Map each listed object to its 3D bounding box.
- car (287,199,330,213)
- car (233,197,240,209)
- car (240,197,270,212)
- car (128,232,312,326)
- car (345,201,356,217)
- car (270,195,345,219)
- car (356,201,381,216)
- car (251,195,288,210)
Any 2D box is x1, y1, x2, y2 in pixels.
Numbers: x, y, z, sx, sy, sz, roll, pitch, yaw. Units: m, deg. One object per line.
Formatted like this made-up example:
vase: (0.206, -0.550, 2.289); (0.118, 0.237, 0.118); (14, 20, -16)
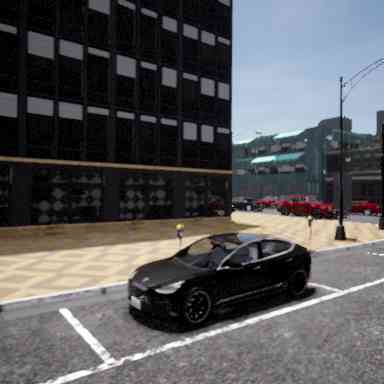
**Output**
car: (12.808, 1.474, 36.694); (1.802, 1.307, 4.206); (1, 0, -36)
car: (2.770, 1.330, 36.212); (1.802, 1.307, 4.206); (2, 0, -36)
car: (5.805, 1.296, 36.442); (1.837, 1.490, 4.892); (1, 0, -36)
car: (0.795, 1.586, 7.116); (4.313, 1.339, 1.947); (0, 0, -35)
car: (11.300, 1.431, 28.941); (1.812, 1.442, 4.674); (1, 0, -38)
car: (9.336, 1.199, 27.267); (2.192, 1.841, 5.009); (2, 0, -36)
car: (16.088, 1.505, 32.223); (1.887, 1.381, 4.507); (1, 0, -36)
car: (9.530, 1.264, 41.169); (1.967, 1.590, 4.097); (1, 0, -36)
